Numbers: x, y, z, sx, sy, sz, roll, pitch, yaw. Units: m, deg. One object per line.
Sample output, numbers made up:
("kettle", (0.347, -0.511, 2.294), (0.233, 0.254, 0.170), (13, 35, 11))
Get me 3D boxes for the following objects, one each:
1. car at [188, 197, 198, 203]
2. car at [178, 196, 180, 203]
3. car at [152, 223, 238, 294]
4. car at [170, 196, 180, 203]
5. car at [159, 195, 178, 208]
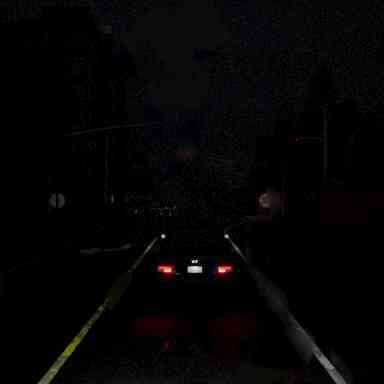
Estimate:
("car", (0.218, 1.589, 69.110), (1.895, 1.301, 4.718), (0, 0, 0))
("car", (-3.480, 1.495, 57.484), (1.837, 1.490, 4.892), (0, 0, 0))
("car", (0.074, 1.546, 8.941), (2.033, 1.411, 5.357), (0, 0, 0))
("car", (-3.395, 1.493, 67.863), (1.837, 1.490, 4.892), (0, 0, 0))
("car", (-3.510, 1.539, 47.423), (2.033, 1.411, 5.357), (0, 0, 0))
